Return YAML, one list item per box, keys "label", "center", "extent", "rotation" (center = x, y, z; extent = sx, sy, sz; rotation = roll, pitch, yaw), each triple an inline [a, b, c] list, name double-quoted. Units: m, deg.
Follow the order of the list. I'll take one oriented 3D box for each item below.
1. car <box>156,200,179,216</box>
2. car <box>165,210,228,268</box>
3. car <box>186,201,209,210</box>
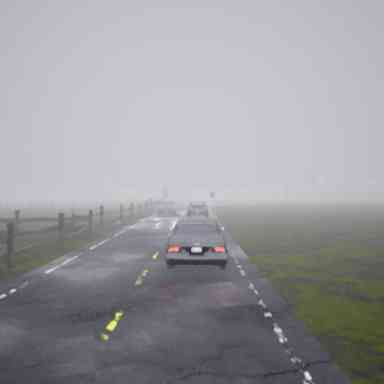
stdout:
- label: "car"
  center: [-2.338, 1.550, 32.729]
  extent: [1.837, 1.490, 4.892]
  rotation: [0, 0, 2]
- label: "car"
  center: [0.159, 1.564, 11.246]
  extent: [2.033, 1.411, 5.357]
  rotation: [0, 0, 1]
- label: "car"
  center: [0.526, 1.533, 30.172]
  extent: [2.128, 1.511, 4.902]
  rotation: [0, 0, 2]
